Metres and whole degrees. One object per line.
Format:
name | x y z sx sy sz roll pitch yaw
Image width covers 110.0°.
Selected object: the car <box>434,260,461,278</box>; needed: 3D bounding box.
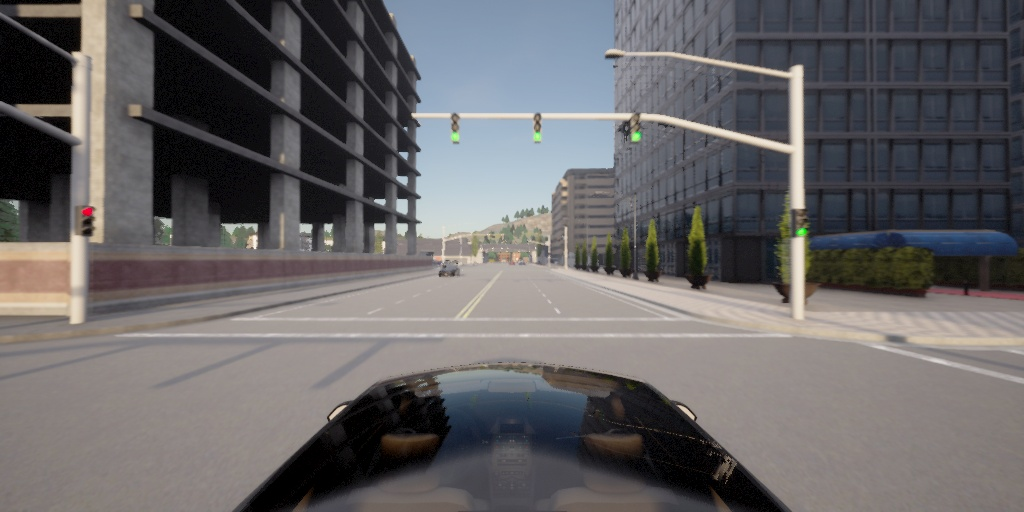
car | -6.994 1.617 40.422 1.882 1.535 5.008 0 1 0
